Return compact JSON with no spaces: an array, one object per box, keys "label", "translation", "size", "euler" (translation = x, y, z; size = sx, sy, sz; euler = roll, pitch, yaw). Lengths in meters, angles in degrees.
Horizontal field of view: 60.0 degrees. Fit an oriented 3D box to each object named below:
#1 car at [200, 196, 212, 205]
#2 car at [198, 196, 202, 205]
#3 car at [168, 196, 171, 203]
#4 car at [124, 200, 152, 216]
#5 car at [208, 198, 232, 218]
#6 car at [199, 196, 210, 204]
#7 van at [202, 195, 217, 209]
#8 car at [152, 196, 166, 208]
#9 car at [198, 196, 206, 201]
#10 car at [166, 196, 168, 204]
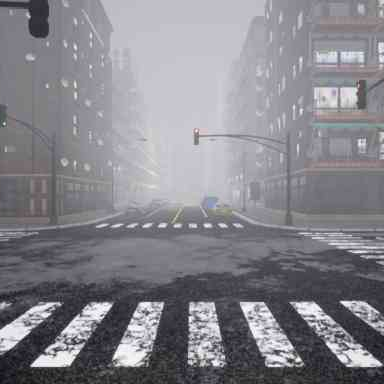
[{"label":"car","translation":[2.493,1.486,61.000],"size":[1.967,1.590,4.097],"euler":[1,0,0]},{"label":"car","translation":[2.509,1.347,49.688],"size":[2.192,1.841,5.009],"euler":[1,0,0]},{"label":"car","translation":[-5.389,1.627,60.934],"size":[1.802,1.307,4.206],"euler":[1,0,0]},{"label":"car","translation":[-5.480,1.565,32.645],"size":[2.008,1.369,4.403],"euler":[1,0,0]},{"label":"car","translation":[2.663,1.538,30.201],"size":[1.752,1.417,4.829],"euler":[1,0,0]},{"label":"car","translation":[2.484,1.604,66.656],"size":[2.008,1.369,4.403],"euler":[1,0,0]},{"label":"van","translation":[2.549,1.366,44.034],"size":[1.690,1.788,3.998],"euler":[1,0,0]},{"label":"car","translation":[-5.374,1.614,49.618],"size":[1.802,1.307,4.206],"euler":[1,0,0]},{"label":"car","translation":[2.461,1.627,83.624],"size":[1.887,1.381,4.507],"euler":[1,0,0]},{"label":"car","translation":[-5.381,1.564,55.106],"size":[1.752,1.417,4.829],"euler":[1,0,0]}]
